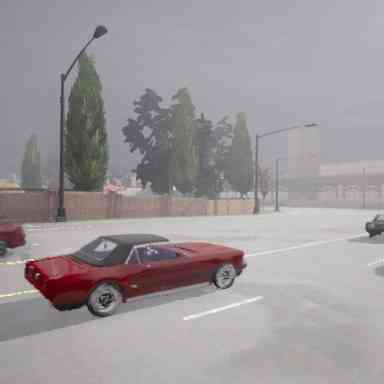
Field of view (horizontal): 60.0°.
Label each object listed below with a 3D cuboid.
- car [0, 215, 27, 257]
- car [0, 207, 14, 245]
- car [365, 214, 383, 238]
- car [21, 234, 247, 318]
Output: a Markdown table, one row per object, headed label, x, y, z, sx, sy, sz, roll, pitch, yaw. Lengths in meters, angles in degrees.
| label | x | y | z | sx | sy | sz | roll | pitch | yaw |
| --- | --- | --- | --- | --- | --- | --- | --- | --- | --- |
| car | -8.133 | 1.525 | 11.136 | 4.674 | 1.442 | 1.812 | 0 | 0 | -36 |
| car | -10.344 | 1.491 | 13.854 | 4.902 | 1.511 | 2.128 | 0 | 0 | -36 |
| car | 11.285 | 1.864 | 18.399 | 1.895 | 1.301 | 4.718 | 0 | -1 | 44 |
| car | -0.982 | 1.607 | 7.437 | 4.718 | 1.301 | 1.895 | 0 | 0 | -37 |
